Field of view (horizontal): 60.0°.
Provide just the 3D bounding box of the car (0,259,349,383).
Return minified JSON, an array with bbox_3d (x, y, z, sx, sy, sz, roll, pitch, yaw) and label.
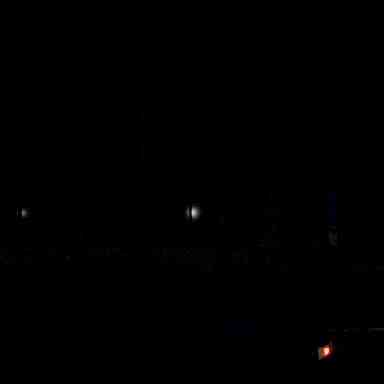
[{"bbox_3d":[-1.174,1.547,3.767,5.357,1.411,2.033,0,0,-4],"label":"car"}]
